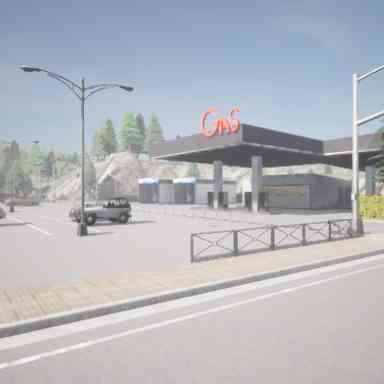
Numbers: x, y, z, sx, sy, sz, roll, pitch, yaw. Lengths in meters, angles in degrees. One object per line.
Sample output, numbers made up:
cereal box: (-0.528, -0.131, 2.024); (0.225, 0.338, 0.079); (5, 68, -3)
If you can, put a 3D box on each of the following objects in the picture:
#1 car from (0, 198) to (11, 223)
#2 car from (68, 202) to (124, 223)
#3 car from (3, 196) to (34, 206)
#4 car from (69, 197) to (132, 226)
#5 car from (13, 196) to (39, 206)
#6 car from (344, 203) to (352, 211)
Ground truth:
car: (-14.391, 1.285, 21.107); (4.605, 1.855, 1.932); (0, 0, -36)
car: (-7.524, 1.549, 26.081); (3.806, 1.475, 1.970); (0, 0, -36)
car: (-29.406, 1.527, 56.404); (4.514, 1.523, 2.007); (0, 0, -36)
car: (-6.082, 1.265, 23.023); (3.866, 1.878, 1.905); (0, 0, -36)
car: (-27.535, 1.518, 53.886); (5.027, 1.636, 2.152); (0, 0, -36)
car: (21.863, 1.669, 42.398); (2.242, 1.667, 4.611); (0, 0, -36)
